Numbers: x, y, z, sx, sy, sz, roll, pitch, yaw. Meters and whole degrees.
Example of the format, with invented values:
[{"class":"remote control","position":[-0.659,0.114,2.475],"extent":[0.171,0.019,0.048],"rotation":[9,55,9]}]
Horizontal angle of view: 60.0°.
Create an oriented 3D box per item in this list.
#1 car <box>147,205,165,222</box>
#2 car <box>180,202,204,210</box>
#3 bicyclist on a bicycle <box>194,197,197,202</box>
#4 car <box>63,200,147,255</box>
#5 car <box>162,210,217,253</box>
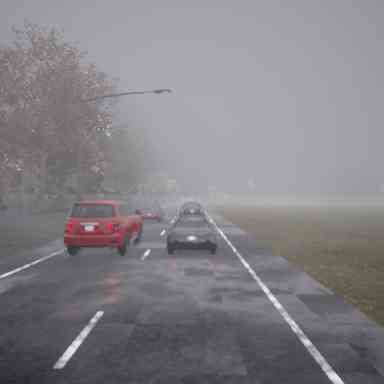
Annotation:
[{"class":"car","position":[-3.493,1.844,29.289],"extent":[1.994,1.385,4.181],"rotation":[0,-1,0]},{"class":"car","position":[0.006,1.628,29.083],"extent":[2.097,1.767,4.553],"rotation":[0,-1,0]},{"class":"bicyclist on a bicycle","position":[0.968,2.346,94.713],"extent":[0.866,1.612,1.509],"rotation":[0,-1,0]},{"class":"car","position":[-3.498,1.351,14.016],"extent":[2.150,2.045,5.566],"rotation":[0,0,0]},{"class":"car","position":[0.005,1.701,14.307],"extent":[1.994,1.385,4.181],"rotation":[0,0,0]}]
